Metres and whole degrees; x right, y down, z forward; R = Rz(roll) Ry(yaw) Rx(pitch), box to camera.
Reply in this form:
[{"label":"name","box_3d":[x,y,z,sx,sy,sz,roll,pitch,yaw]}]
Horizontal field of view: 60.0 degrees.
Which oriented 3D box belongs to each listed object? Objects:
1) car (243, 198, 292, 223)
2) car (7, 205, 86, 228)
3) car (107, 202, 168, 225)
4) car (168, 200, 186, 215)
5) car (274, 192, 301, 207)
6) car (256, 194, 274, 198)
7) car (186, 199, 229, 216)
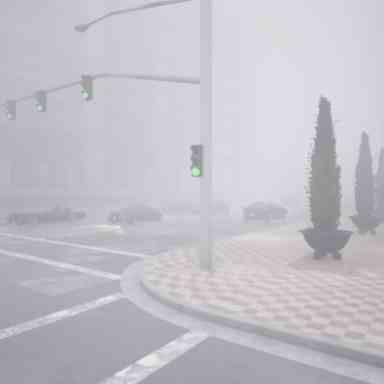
[{"label":"car","box_3d":[5.649,1.470,25.391,1.882,1.535,5.008,0,0,36]},{"label":"car","box_3d":[-9.669,1.587,22.357,1.895,1.301,4.718,0,0,37]},{"label":"car","box_3d":[-4.067,1.552,24.080,1.994,1.385,4.181,0,0,36]},{"label":"car","box_3d":[-1.604,1.510,33.447,1.812,1.442,4.674,0,0,36]},{"label":"car","box_3d":[14.402,1.333,49.437,2.097,1.767,4.553,0,0,36]},{"label":"car","box_3d":[11.566,1.459,51.488,1.882,1.535,5.008,0,0,36]},{"label":"car","box_3d":[1.873,1.490,32.278,1.837,1.490,4.892,0,0,36]}]
